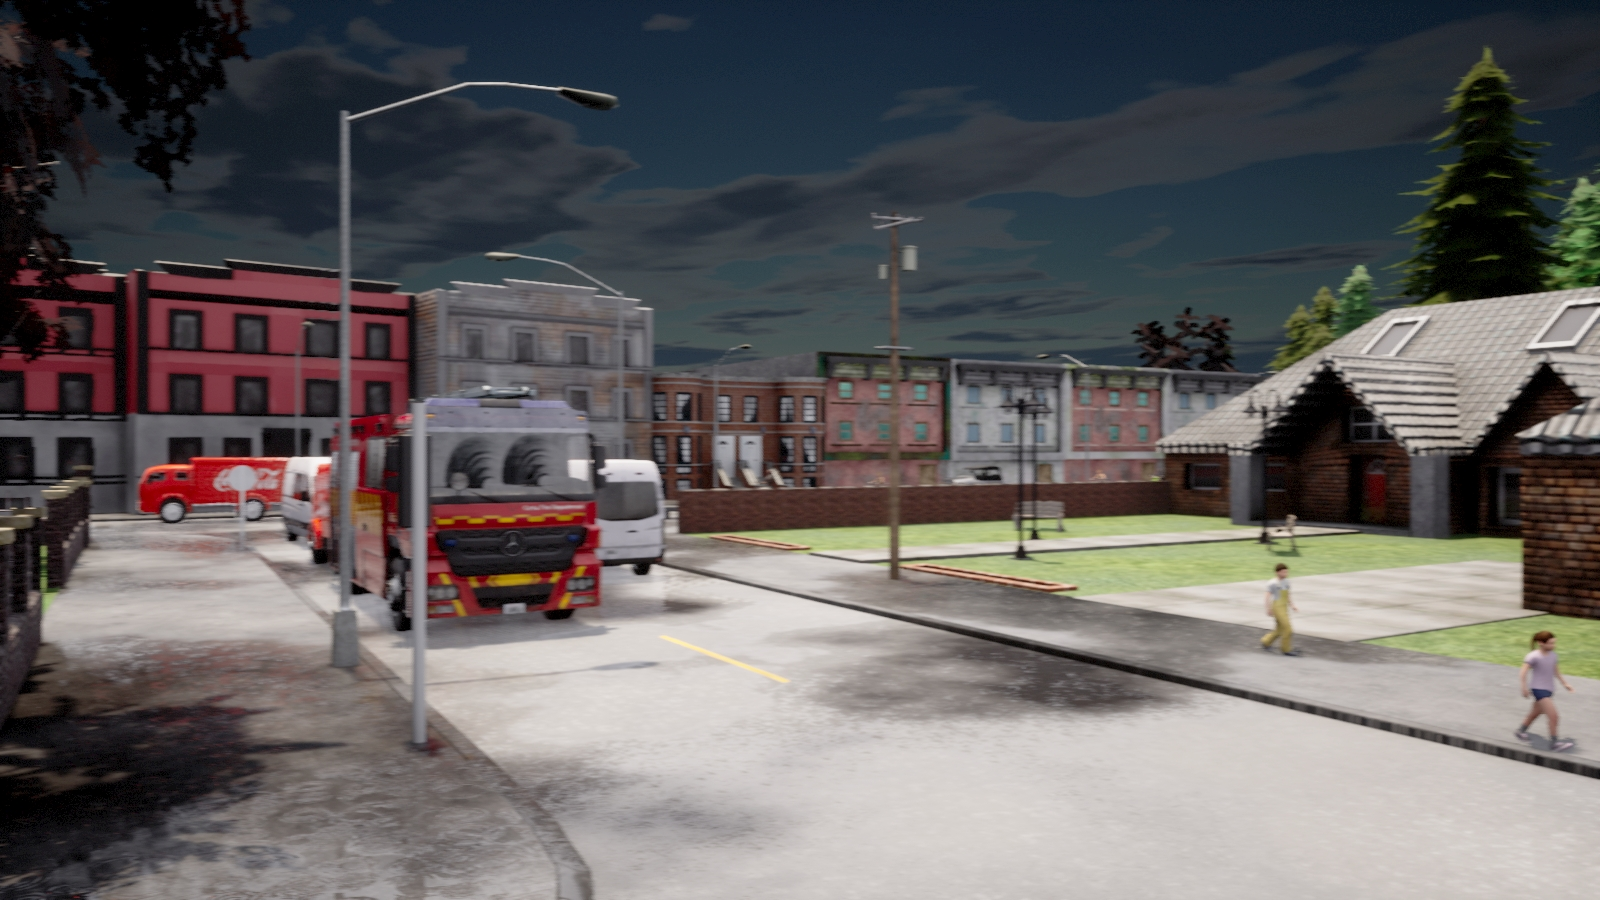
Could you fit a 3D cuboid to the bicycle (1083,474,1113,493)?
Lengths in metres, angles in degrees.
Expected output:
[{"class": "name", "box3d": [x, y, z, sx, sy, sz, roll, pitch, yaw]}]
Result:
[{"class": "bicycle", "box3d": [17.439, 1.956, 66.839, 1.487, 1.080, 0.859, 2, -1, -30]}]

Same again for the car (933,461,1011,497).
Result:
[{"class": "car", "box3d": [9.370, 1.564, 62.227, 3.866, 1.878, 1.905, 0, 0, -30]}]

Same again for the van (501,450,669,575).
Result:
[{"class": "van", "box3d": [-5.131, 1.284, 26.483, 1.988, 2.561, 5.915, 0, 0, -30]}]

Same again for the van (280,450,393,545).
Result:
[{"class": "van", "box3d": [-13.781, 1.277, 33.710, 1.988, 2.561, 5.915, 0, 0, -33]}]

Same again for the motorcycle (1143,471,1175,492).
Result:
[{"class": "motorcycle", "box3d": [21.809, 1.880, 69.336, 1.805, 1.236, 0.856, 0, 0, -30]}]

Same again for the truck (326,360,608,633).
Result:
[{"class": "truck", "box3d": [-6.314, 0.647, 20.414, 2.891, 3.827, 8.468, 0, 0, -30]}]

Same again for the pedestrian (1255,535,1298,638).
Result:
[{"class": "pedestrian", "box3d": [6.271, 1.786, 15.045, 0.375, 1.300, 0.375, 0, 0, -29]}]

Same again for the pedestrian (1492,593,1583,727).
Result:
[{"class": "pedestrian", "box3d": [6.695, 1.891, 10.383, 0.500, 1.100, 0.500, 0, 0, -23]}]

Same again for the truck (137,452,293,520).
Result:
[{"class": "truck", "box3d": [-22.479, 1.299, 43.932, 5.204, 2.467, 2.627, 0, 0, -30]}]
